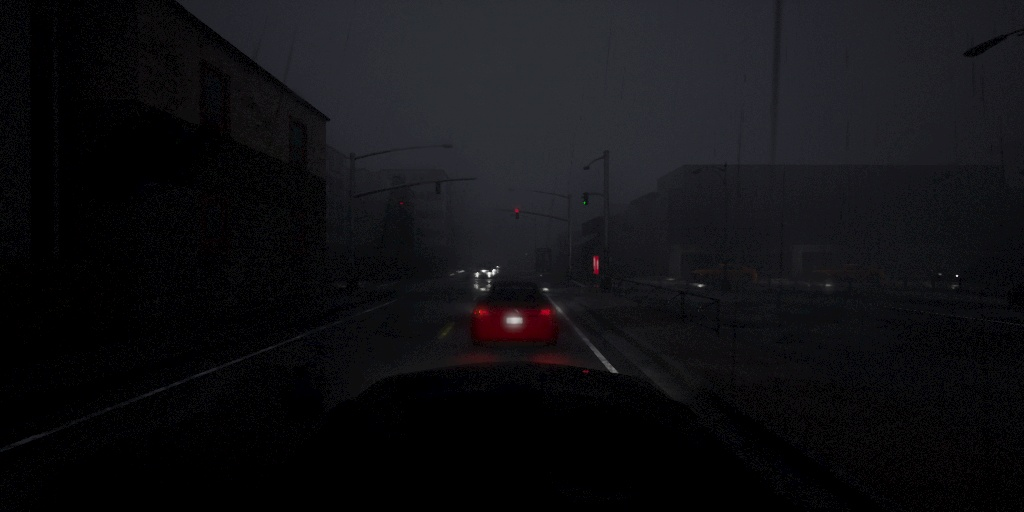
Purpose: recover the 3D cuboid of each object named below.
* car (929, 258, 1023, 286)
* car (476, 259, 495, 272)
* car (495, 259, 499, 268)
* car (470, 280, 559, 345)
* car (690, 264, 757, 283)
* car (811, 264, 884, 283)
[{"bbox_3d":[38.045,1.148,29.531,5.566,2.045,2.150,0,0,0],"label":"car"},{"bbox_3d":[-3.543,1.276,46.343,1.812,1.442,4.674,0,0,0],"label":"car"},{"bbox_3d":[-3.520,1.351,56.377,1.895,1.301,4.718,0,0,0],"label":"car"},{"bbox_3d":[0.072,1.314,9.472,1.994,1.385,4.181,0,0,0],"label":"car"},{"bbox_3d":[17.330,1.404,29.529,5.008,1.535,1.882,0,0,0],"label":"car"},{"bbox_3d":[27.555,1.404,29.538,5.008,1.535,1.882,0,0,0],"label":"car"}]
